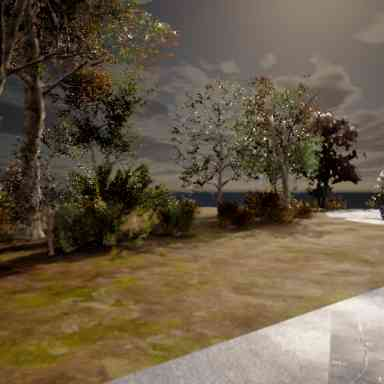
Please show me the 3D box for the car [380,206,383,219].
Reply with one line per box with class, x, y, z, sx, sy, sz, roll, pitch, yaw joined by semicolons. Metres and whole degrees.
car;16.617;1.517;25.370;1.882;1.535;5.008;-1;0;-7
